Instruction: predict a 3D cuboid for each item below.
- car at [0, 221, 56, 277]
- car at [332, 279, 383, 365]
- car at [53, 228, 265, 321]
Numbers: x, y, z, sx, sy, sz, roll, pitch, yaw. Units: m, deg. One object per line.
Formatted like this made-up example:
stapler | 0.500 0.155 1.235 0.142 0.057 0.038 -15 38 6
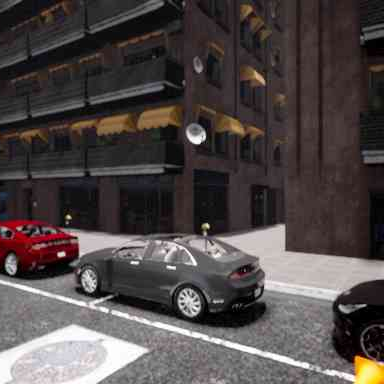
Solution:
car | -5.388 1.551 10.170 4.507 1.381 1.887 0 0 33
car | 4.069 1.567 4.057 4.313 1.339 1.947 0 0 33
car | -0.660 1.555 7.113 4.403 1.369 2.008 0 0 33
